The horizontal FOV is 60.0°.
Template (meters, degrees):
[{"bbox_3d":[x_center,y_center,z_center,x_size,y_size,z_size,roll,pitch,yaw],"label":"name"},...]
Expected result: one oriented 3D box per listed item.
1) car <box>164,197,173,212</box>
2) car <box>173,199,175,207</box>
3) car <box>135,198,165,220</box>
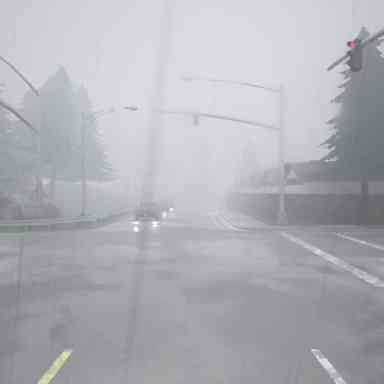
[{"bbox_3d":[-3.590,1.560,37.926,1.994,1.385,4.181,0,0,0],"label":"car"},{"bbox_3d":[-3.504,1.500,48.281,1.837,1.490,4.892,0,0,2],"label":"car"},{"bbox_3d":[-3.597,1.502,28.012,1.837,1.490,4.892,0,0,0],"label":"car"}]
